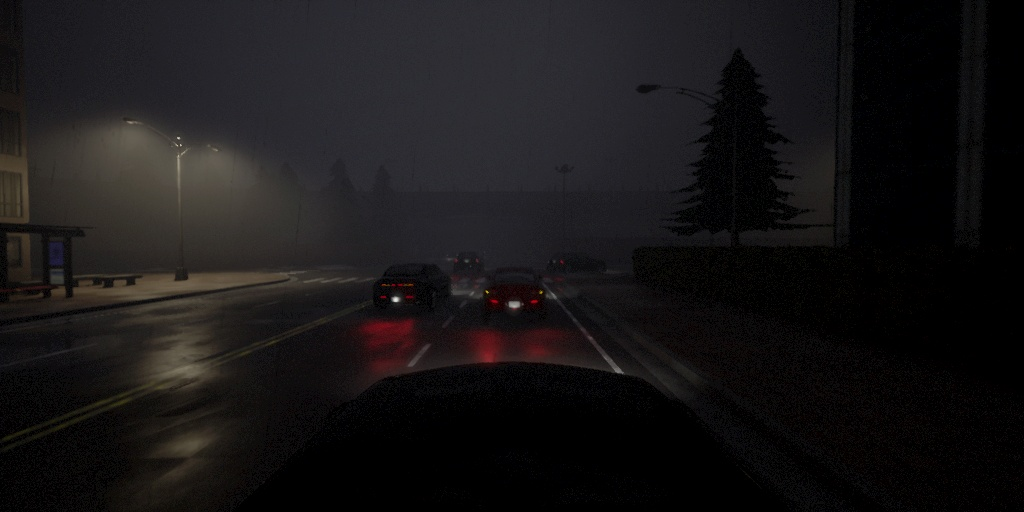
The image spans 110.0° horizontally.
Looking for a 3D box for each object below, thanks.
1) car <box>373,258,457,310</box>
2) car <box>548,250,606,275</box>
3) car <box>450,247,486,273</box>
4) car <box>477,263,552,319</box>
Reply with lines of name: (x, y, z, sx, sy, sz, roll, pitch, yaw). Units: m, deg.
car: (-3.415, 0.976, 13.001, 1.837, 1.490, 4.892, 0, 1, 0)
car: (4.951, 0.424, 27.134, 4.553, 1.767, 2.097, -1, 2, -30)
car: (-3.409, 0.374, 29.237, 2.097, 1.767, 4.553, 0, 1, 0)
car: (0.078, 1.033, 11.546, 1.812, 1.442, 4.674, 0, 1, 0)
